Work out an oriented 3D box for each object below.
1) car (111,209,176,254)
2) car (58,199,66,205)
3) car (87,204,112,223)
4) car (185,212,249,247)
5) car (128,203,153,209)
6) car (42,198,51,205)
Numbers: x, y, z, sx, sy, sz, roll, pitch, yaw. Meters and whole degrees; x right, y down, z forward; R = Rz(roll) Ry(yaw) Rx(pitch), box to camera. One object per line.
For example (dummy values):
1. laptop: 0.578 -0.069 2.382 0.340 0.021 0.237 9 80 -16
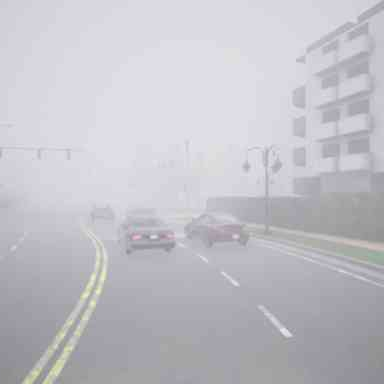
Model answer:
1. car: -2.124 1.686 14.360 2.033 1.411 5.357 0 -1 -18
2. car: -31.997 2.416 82.029 1.895 1.301 4.718 0 -1 -21
3. car: -7.911 1.775 28.694 2.128 1.511 4.902 0 0 -23
4. car: 1.079 1.673 15.794 1.812 1.442 4.674 0 0 -18
5. car: -4.686 1.769 30.214 1.882 1.535 5.008 0 0 -21
6. car: -35.274 2.292 80.800 1.882 1.535 5.008 0 -1 -21
